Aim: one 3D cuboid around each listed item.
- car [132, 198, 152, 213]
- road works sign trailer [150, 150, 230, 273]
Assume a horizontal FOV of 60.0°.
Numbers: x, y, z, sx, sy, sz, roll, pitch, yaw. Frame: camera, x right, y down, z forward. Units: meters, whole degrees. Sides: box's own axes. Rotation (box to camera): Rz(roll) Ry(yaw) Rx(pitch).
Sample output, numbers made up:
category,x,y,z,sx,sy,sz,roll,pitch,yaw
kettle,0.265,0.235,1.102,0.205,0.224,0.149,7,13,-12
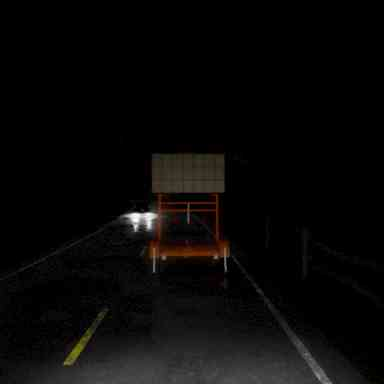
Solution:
category,x,y,z,sx,sy,sz,roll,pitch,yaw
car,-5.469,1.601,37.184,1.895,1.301,4.718,0,0,-7
road works sign trailer,-0.118,0.464,10.685,2.380,3.560,2.880,0,0,-3
